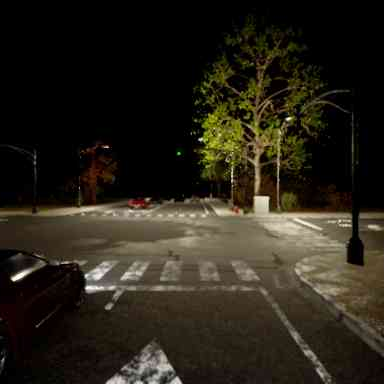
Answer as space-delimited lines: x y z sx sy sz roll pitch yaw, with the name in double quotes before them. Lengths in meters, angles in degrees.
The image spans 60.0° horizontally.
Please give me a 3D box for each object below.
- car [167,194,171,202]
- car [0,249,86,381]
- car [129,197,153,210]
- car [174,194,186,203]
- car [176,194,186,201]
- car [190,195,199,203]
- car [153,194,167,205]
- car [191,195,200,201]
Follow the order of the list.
"car" -5.845 1.155 72.291 2.097 1.767 4.553 0 0 1
"car" -3.150 1.560 5.128 1.994 1.385 4.181 0 0 0
"car" -6.462 1.482 41.378 1.812 1.442 4.674 0 0 1
"car" -2.668 1.453 67.997 2.033 1.411 5.357 0 0 1
"car" -2.489 1.308 78.413 2.128 1.511 4.902 0 0 1
"car" 0.588 1.505 68.354 1.895 1.301 4.718 0 0 1
"car" -6.127 1.477 57.582 2.033 1.411 5.357 0 0 2
"car" 0.760 1.336 78.358 1.994 1.385 4.181 0 0 1
